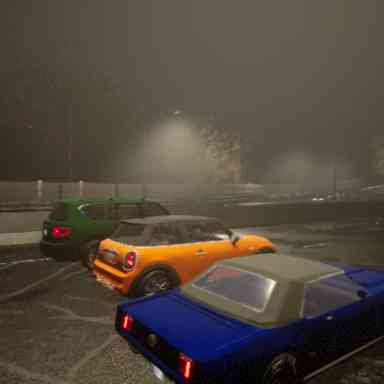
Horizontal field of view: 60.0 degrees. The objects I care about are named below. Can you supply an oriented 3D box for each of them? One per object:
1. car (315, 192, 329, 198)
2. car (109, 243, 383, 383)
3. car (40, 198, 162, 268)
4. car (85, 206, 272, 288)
[{"bbox_3d":[30.220,0.799,78.308,1.895,1.301,4.718,0,1,32],"label":"car"},{"bbox_3d":[1.460,1.601,4.789,4.718,1.301,1.895,0,0,-35],"label":"car"},{"bbox_3d":[-1.946,1.221,10.956,5.566,2.045,2.150,0,0,-35],"label":"car"},{"bbox_3d":[0.061,1.352,8.088,4.553,1.767,2.097,0,0,-35],"label":"car"}]
